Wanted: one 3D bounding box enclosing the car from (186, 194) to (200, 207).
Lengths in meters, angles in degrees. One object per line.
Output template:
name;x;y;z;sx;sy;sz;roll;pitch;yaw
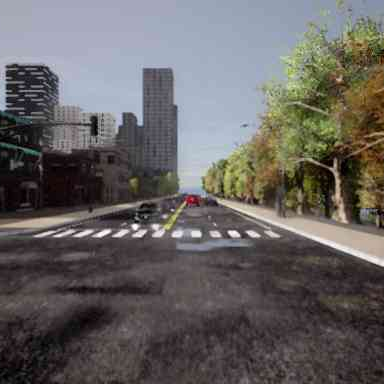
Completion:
car;0.110;1.339;55.590;2.150;2.045;5.566;0;0;0

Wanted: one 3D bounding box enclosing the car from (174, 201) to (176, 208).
car;-3.327;1.604;46.798;1.837;1.490;4.892;0;0;0

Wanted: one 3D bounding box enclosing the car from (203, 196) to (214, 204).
car;3.264;1.642;66.464;1.837;1.490;4.892;0;0;0

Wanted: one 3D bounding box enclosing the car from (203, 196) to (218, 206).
car;3.363;1.683;56.508;1.994;1.385;4.181;0;0;0

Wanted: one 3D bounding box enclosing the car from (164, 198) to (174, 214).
car;-3.338;1.642;36.367;1.994;1.385;4.181;0;0;0

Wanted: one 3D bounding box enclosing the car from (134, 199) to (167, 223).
car;-3.345;1.562;26.436;1.837;1.490;4.892;0;0;0
